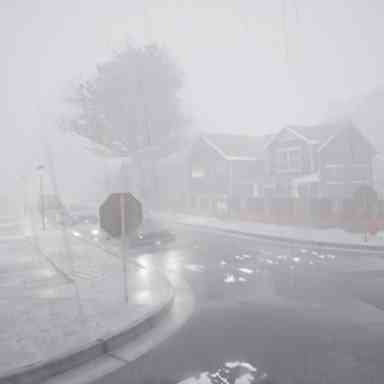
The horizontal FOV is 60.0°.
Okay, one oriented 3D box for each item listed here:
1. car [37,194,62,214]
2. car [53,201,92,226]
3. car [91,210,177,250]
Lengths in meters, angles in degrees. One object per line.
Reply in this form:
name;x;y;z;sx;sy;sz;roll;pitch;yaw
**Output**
car;-15.980;1.243;37.231;2.150;2.045;5.566;-3;1;-29
car;-8.388;1.582;24.333;2.033;1.411;5.357;-3;2;-32
car;-2.732;1.602;15.328;2.033;1.411;5.357;-3;2;-32
